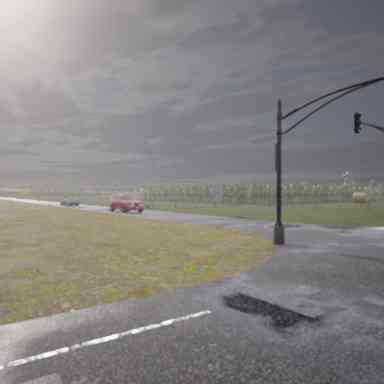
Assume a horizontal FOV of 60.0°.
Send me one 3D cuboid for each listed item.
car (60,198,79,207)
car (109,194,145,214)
[{"bbox_3d":[-20.320,1.643,55.025,2.033,1.411,5.357,0,0,-36],"label":"car"},{"bbox_3d":[-7.351,1.281,37.016,2.150,2.045,5.566,0,0,-36],"label":"car"}]
